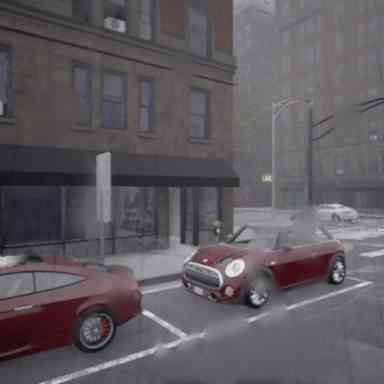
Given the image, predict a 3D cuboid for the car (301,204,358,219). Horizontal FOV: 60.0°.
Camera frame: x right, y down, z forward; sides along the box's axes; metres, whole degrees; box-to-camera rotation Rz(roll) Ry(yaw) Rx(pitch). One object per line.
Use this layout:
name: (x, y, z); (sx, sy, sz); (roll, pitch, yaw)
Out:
car: (11.031, 1.684, 27.094); (1.812, 1.442, 4.674); (0, 0, -35)

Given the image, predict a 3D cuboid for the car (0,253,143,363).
car: (-2.726, 1.581, 4.590); (4.206, 1.307, 1.802); (0, 0, -36)

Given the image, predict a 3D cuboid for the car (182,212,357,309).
car: (1.752, 1.435, 7.786); (4.097, 1.590, 1.967); (0, 0, -36)
